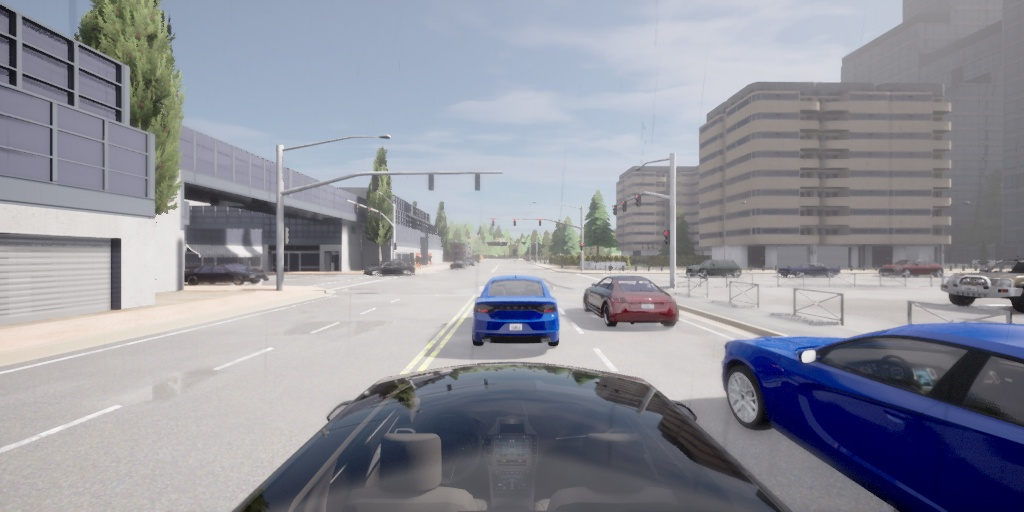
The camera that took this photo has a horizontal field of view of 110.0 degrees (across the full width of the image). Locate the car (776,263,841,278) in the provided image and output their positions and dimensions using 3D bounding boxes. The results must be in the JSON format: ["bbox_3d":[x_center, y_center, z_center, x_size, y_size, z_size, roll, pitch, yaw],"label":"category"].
[{"bbox_3d":[27.679,1.348,33.575,4.718,1.301,1.895,0,0,-1],"label":"car"}]

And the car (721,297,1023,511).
[{"bbox_3d":[3.603,1.228,2.576,1.882,1.535,5.008,0,0,0],"label":"car"}]

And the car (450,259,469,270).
[{"bbox_3d":[-7.906,1.346,52.396,1.895,1.301,4.718,0,0,-1],"label":"car"}]

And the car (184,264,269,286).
[{"bbox_3d":[-19.935,1.295,24.744,5.357,1.411,2.033,0,0,-1],"label":"car"}]

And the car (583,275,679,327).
[{"bbox_3d":[3.604,1.313,11.560,1.994,1.385,4.181,0,0,0],"label":"car"}]

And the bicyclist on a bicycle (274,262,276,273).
[{"bbox_3d":[-25.833,1.050,39.649,0.582,1.620,1.656,0,0,-1],"label":"bicyclist on a bicycle"}]

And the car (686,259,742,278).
[{"bbox_3d":[18.692,1.099,33.391,4.553,1.767,2.097,0,0,-1],"label":"car"}]

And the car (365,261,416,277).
[{"bbox_3d":[-12.073,1.253,35.781,4.892,1.490,1.837,0,4,-28],"label":"car"}]

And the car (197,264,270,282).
[{"bbox_3d":[-21.815,1.311,28.218,4.181,1.385,1.994,0,0,-1],"label":"car"}]

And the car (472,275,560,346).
[{"bbox_3d":[0.096,1.227,9.429,1.882,1.535,5.008,0,0,0],"label":"car"}]

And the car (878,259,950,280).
[{"bbox_3d":[37.476,1.099,33.760,4.553,1.767,2.097,0,0,-1],"label":"car"}]
